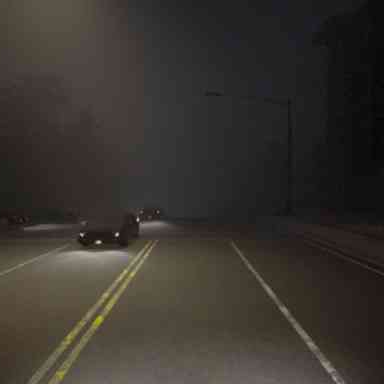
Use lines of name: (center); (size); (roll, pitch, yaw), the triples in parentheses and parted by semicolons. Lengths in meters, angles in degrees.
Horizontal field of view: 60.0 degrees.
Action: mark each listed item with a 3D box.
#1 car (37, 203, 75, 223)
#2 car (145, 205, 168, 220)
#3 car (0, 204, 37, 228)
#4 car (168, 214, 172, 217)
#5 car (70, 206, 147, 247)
car: (-11.379, 1.598, 25.718); (5.357, 1.411, 2.033); (1, 0, -3)
car: (-3.603, 1.833, 30.625); (1.895, 1.301, 4.718); (0, -1, 0)
car: (-13.275, 1.535, 22.008); (4.892, 1.490, 1.837); (0, 0, 1)
car: (-3.587, 3.504, 43.613); (1.895, 1.301, 4.718); (0, -10, 0)
car: (-3.610, 1.578, 15.498); (2.033, 1.411, 5.357); (0, 0, 0)
